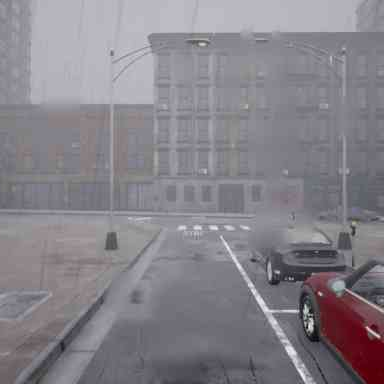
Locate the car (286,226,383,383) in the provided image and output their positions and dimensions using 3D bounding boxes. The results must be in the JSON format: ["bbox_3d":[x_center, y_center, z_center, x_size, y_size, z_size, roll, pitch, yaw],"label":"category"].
[{"bbox_3d":[2.664,1.441,3.759,1.967,1.590,4.097,0,0,0],"label":"car"}]

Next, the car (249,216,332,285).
[{"bbox_3d":[2.692,1.553,9.263,2.008,1.369,4.403,0,0,0],"label":"car"}]

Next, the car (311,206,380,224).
[{"bbox_3d":[12.962,1.881,28.277,5.357,1.411,2.033,1,0,1],"label":"car"}]
